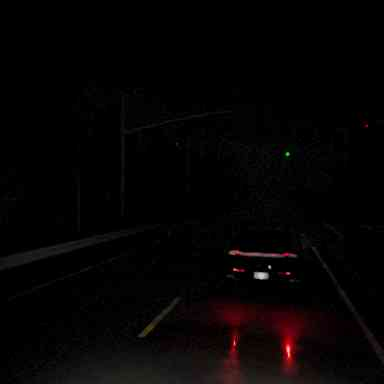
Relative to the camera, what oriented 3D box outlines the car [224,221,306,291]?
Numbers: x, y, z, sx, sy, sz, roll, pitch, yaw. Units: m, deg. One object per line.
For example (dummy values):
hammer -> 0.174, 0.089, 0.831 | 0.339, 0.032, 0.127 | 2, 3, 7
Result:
car -> 2.126, 1.573, 9.387 | 2.128, 1.511, 4.902 | 0, 0, 16
